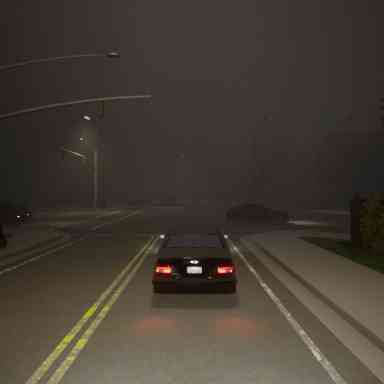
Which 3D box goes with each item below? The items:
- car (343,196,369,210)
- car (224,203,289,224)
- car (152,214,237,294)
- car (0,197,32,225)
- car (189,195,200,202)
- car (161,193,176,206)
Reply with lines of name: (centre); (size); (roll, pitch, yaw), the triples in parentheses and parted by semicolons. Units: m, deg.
car: (20.133, 1.306, 38.833); (4.553, 1.767, 2.097); (0, 0, -1)
car: (4.720, 1.527, 24.470); (4.674, 1.442, 1.812); (0, 0, -1)
car: (0.054, 1.547, 8.913); (2.033, 1.411, 5.357); (0, 0, 0)
car: (-14.733, 1.309, 24.278); (5.566, 2.045, 2.150); (0, 0, -1)
car: (0.564, 1.524, 78.927); (1.812, 1.442, 4.674); (0, 0, 12)
car: (-3.713, 1.221, 53.947); (2.150, 2.045, 5.566); (0, 0, 0)
